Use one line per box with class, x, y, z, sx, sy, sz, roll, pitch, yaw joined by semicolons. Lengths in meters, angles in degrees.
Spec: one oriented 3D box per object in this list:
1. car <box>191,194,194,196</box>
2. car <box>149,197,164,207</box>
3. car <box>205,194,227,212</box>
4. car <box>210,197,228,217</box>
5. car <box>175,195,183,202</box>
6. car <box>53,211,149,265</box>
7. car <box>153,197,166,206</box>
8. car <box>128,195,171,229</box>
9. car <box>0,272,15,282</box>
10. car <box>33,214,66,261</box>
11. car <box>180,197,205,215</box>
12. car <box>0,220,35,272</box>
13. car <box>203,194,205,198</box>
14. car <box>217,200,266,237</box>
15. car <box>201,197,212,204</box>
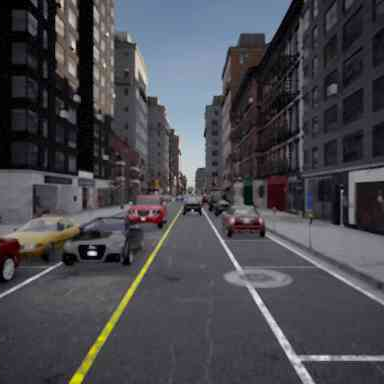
car;0.044;1.452;46.942;1.882;1.535;5.008;0;0;0
car;-5.398;1.498;50.448;1.752;1.417;4.829;0;0;0
car;2.973;1.208;38.606;2.150;2.045;5.566;0;0;0
car;3.014;1.488;31.576;1.837;1.490;4.892;0;0;0
car;-2.766;1.429;74.061;1.882;1.535;5.008;0;0;0
car;-2.848;1.560;11.476;1.994;1.385;4.181;0;0;0
car;-5.399;1.554;56.071;1.802;1.307;4.206;0;0;0
car;-2.845;1.212;22.135;2.150;2.045;5.566;0;0;0
car;-2.848;1.564;1.436;1.994;1.385;4.181;0;0;0
car;-5.389;1.521;12.271;1.752;1.417;4.829;0;0;0
car;0.059;1.489;34.118;1.837;1.490;4.892;0;1;0
car;-5.388;1.542;6.988;1.887;1.381;4.507;0;0;0
car;2.625;1.287;56.070;2.192;1.841;5.009;0;0;0
car;2.635;1.433;17.890;1.967;1.590;4.097;0;0;0
car;2.624;1.539;61.524;1.947;1.339;4.313;0;0;0
